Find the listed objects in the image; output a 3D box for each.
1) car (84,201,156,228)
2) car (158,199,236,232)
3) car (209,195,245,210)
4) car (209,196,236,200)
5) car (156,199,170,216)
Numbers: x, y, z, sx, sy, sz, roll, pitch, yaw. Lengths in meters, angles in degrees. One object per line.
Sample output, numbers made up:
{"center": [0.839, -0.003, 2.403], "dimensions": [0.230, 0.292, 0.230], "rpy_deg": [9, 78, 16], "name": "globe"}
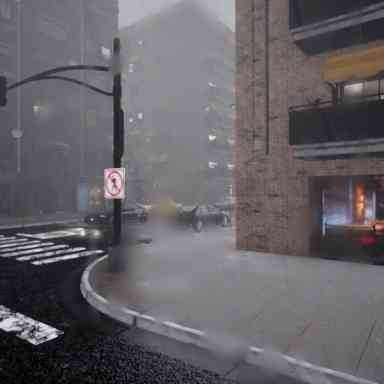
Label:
{"center": [-4.550, 1.368, 20.661], "dimensions": [1.994, 1.385, 4.181], "rpy_deg": [0, 1, 36], "name": "car"}
{"center": [0.486, 1.333, 18.366], "dimensions": [2.008, 1.369, 4.403], "rpy_deg": [1, 1, 36], "name": "car"}
{"center": [3.957, 1.111, 36.606], "dimensions": [1.752, 1.417, 4.829], "rpy_deg": [1, 1, 36], "name": "car"}
{"center": [2.060, 1.228, 29.780], "dimensions": [1.994, 1.385, 4.181], "rpy_deg": [0, 1, 36], "name": "car"}
{"center": [-2.691, 1.252, 27.418], "dimensions": [1.752, 1.417, 4.829], "rpy_deg": [1, 1, 36], "name": "car"}
